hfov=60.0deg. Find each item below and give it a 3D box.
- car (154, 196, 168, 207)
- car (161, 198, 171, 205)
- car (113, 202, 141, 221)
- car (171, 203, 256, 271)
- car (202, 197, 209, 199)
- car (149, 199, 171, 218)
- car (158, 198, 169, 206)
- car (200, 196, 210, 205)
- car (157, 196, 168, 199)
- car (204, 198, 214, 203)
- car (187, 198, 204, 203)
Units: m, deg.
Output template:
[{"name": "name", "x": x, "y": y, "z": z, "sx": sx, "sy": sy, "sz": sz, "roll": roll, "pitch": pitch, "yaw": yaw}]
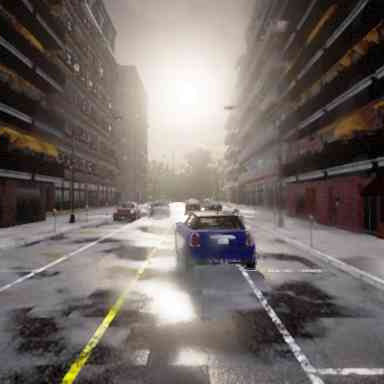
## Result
[{"name": "car", "x": -5.794, "y": 1.735, "z": 62.875, "sx": 2.192, "sy": 1.841, "sz": 5.009, "roll": 1, "pitch": 0, "yaw": 0}, {"name": "car", "x": -5.796, "y": 2.078, "z": 74.010, "sx": 1.802, "sy": 1.307, "sz": 4.206, "roll": 1, "pitch": 0, "yaw": 0}, {"name": "car", "x": -5.692, "y": 1.635, "z": 29.466, "sx": 1.967, "sy": 1.590, "sz": 4.097, "roll": 1, "pitch": 0, "yaw": 0}, {"name": "car", "x": 0.592, "y": 1.428, "z": 11.448, "sx": 2.097, "sy": 1.767, "sz": 4.553, "roll": 0, "pitch": 0, "yaw": -7}, {"name": "car", "x": 2.848, "y": 1.871, "z": 51.873, "sx": 1.752, "sy": 1.417, "sz": 4.829, "roll": 1, "pitch": 0, "yaw": 0}, {"name": "car", "x": -3.088, "y": 1.745, "z": 33.042, "sx": 1.812, "sy": 1.442, "sz": 4.674, "roll": 0, "pitch": 0, "yaw": 0}, {"name": "car", "x": -5.797, "y": 2.024, "z": 68.442, "sx": 1.947, "sy": 1.339, "sz": 4.313, "roll": 1, "pitch": 0, "yaw": 0}, {"name": "car", "x": 2.855, "y": 1.811, "z": 73.976, "sx": 2.192, "sy": 1.841, "sz": 5.009, "roll": 1, "pitch": 0, "yaw": 0}, {"name": "car", "x": -5.799, "y": 1.933, "z": 57.306, "sx": 2.008, "sy": 1.369, "sz": 4.403, "roll": 1, "pitch": 0, "yaw": 0}, {"name": "car", "x": 2.780, "y": 1.839, "z": 41.209, "sx": 1.947, "sy": 1.339, "sz": 4.313, "roll": 1, "pitch": 0, "yaw": 0}, {"name": "car", "x": 0.107, "y": 1.742, "z": 39.836, "sx": 1.882, "sy": 1.535, "sz": 5.008, "roll": 0, "pitch": 0, "yaw": 0}]
